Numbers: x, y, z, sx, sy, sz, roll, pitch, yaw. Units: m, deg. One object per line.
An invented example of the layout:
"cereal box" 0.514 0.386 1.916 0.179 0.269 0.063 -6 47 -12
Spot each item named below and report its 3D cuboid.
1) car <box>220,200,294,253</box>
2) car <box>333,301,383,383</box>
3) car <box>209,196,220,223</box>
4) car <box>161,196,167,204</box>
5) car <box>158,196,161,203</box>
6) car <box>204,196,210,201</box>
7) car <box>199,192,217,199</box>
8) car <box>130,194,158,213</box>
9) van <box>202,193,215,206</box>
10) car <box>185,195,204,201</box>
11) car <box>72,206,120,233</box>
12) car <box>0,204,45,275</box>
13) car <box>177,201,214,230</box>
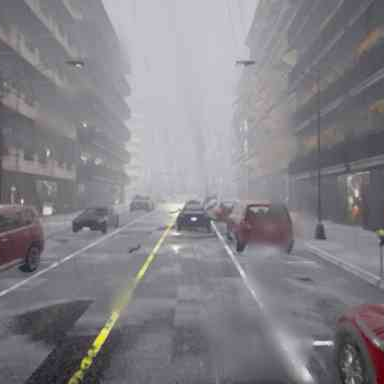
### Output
"car" 2.553 1.248 13.306 2.192 1.841 5.009 1 0 0
"car" 2.593 1.428 2.245 1.967 1.590 4.097 1 0 0
"car" 2.549 1.325 24.370 1.967 1.590 4.097 1 0 0
"car" -5.304 1.370 57.612 1.802 1.307 4.206 1 0 0
"car" -5.301 1.372 41.018 1.887 1.381 4.507 1 0 0
"car" 2.545 1.427 35.433 1.802 1.307 4.206 1 0 0
"car" 2.550 1.128 46.494 2.192 1.841 5.009 1 0 0
"car" -5.295 1.160 35.486 2.192 1.841 5.009 1 0 0
"van" 2.548 1.141 52.026 1.690 1.788 3.998 1 0 0
"car" 0.099 1.362 37.973 1.812 1.442 4.674 0 0 0
"car" -5.299 1.473 18.898 1.947 1.339 4.313 1 0 0
"car" -5.292 1.275 7.834 2.192 1.841 5.009 1 0 0
"car" 0.101 1.465 20.389 1.994 1.385 4.181 0 0 0
